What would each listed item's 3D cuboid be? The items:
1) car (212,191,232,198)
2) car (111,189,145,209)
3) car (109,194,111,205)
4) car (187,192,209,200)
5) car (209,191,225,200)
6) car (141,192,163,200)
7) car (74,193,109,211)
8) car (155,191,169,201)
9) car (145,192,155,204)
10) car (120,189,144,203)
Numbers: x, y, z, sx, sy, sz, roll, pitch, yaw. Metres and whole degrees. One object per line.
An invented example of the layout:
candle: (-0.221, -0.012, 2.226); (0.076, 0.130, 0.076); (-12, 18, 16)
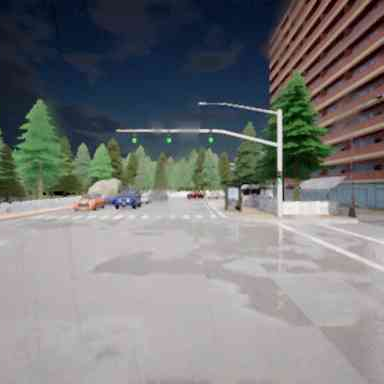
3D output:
car: (6.665, 0.581, 73.107); (1.812, 1.442, 4.674); (0, 1, 44)
car: (-7.046, 0.791, 37.219); (2.150, 2.045, 5.566); (0, 1, 0)
car: (-10.416, 0.987, 43.630); (1.882, 1.535, 5.008); (0, 1, 1)
car: (0.843, 0.668, 64.721); (1.882, 1.535, 5.008); (0, 1, 30)
car: (4.787, 0.771, 64.662); (1.895, 1.301, 4.718); (0, 1, 30)
car: (-7.494, 0.750, 62.942); (2.128, 1.511, 4.902); (0, 1, 20)
car: (-10.541, 0.973, 34.531); (2.097, 1.767, 4.553); (0, 1, 0)
car: (-5.585, 0.671, 57.036); (2.097, 1.767, 4.553); (0, 1, 13)
car: (-6.875, 1.050, 46.987); (1.895, 1.301, 4.718); (0, 1, 3)
car: (-9.693, 0.596, 54.309); (2.150, 2.045, 5.566); (0, 1, 9)
